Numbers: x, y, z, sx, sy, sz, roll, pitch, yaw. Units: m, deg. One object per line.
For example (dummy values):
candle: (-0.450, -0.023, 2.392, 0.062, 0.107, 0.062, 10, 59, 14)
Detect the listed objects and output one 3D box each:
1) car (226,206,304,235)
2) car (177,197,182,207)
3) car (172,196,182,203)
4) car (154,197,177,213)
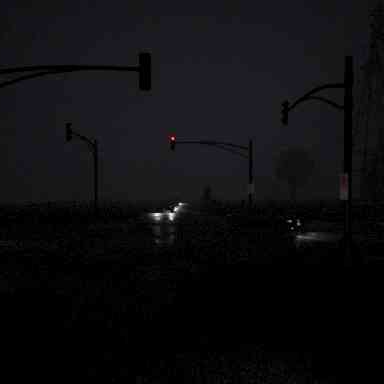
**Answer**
car: (3.977, 1.467, 18.516, 4.181, 1.385, 1.994, 0, 2, 40)
car: (-3.064, 1.487, 52.565, 2.128, 1.511, 4.902, 0, 0, 0)
car: (-3.075, 1.599, 69.417, 1.895, 1.301, 4.718, 0, 0, 0)
car: (-2.976, 1.520, 37.243, 1.812, 1.442, 4.674, 0, 0, 0)
